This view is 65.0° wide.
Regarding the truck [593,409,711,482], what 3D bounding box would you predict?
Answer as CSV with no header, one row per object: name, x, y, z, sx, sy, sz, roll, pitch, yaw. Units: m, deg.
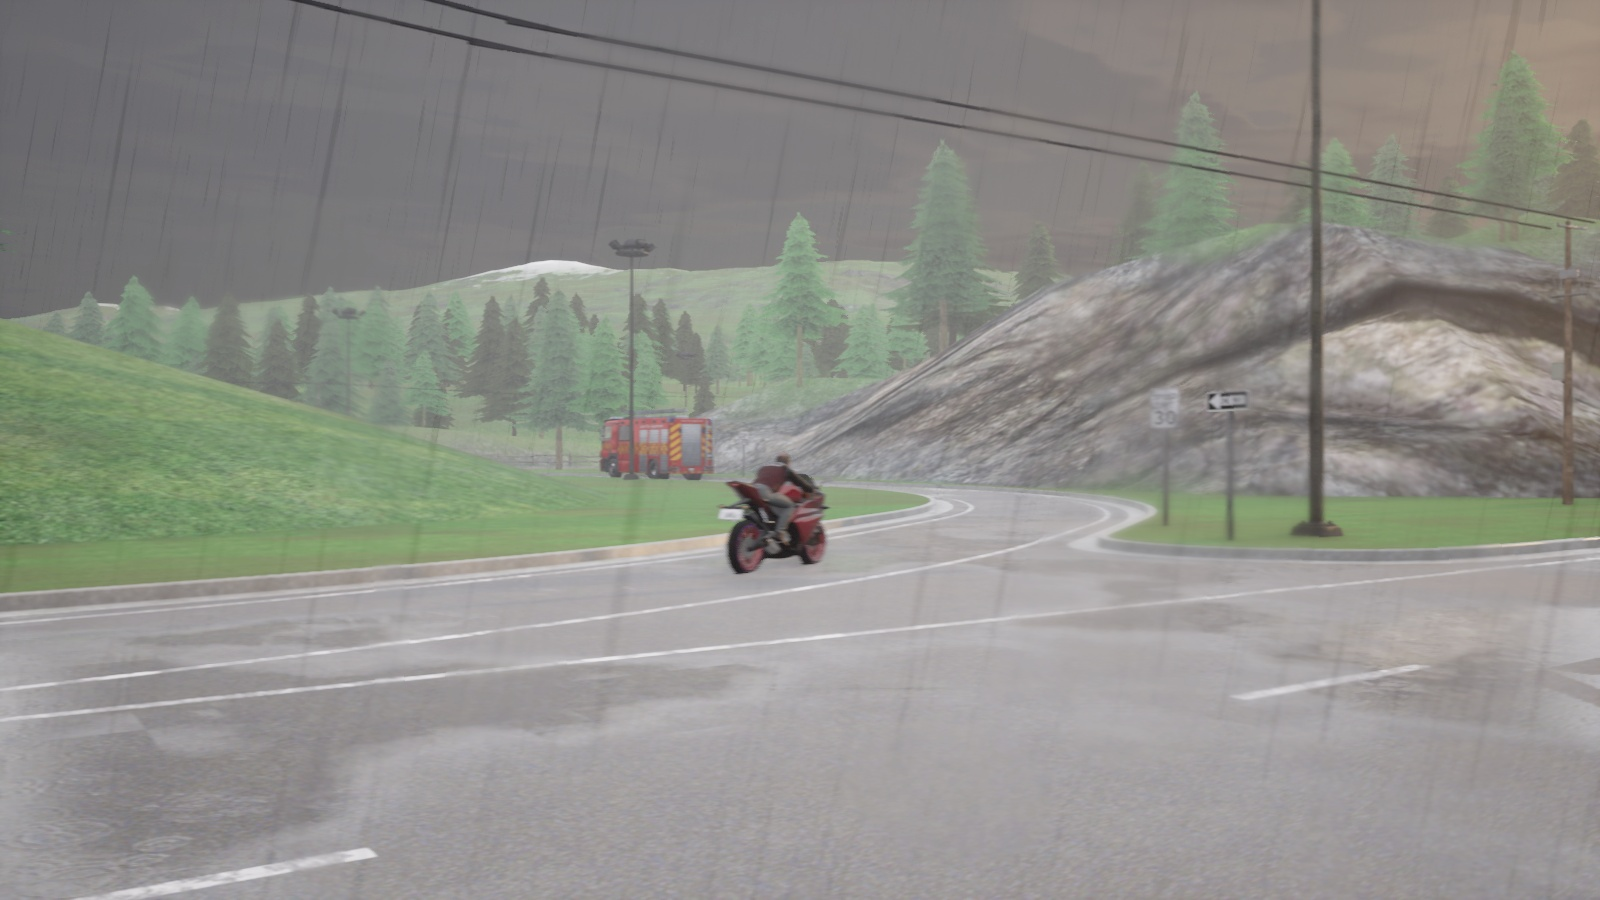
truck,-8.393,-0.229,70.179,2.891,3.827,8.468,0,0,-35

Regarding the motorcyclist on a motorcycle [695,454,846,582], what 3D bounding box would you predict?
motorcyclist on a motorcycle,-0.344,0.821,16.227,0.866,1.530,2.191,-1,0,32
